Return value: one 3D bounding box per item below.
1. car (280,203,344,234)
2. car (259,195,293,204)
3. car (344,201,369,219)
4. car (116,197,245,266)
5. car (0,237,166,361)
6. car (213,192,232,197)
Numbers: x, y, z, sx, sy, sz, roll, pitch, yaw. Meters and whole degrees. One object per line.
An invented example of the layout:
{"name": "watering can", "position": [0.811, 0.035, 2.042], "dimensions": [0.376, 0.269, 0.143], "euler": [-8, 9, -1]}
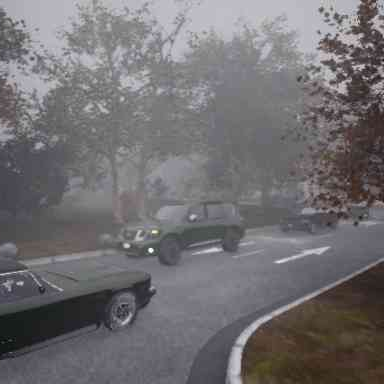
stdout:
{"name": "car", "position": [7.166, 1.564, 20.209], "dimensions": [1.882, 1.535, 5.008], "euler": [-2, -1, 44]}
{"name": "car", "position": [11.537, 1.090, 45.736], "dimensions": [1.882, 1.535, 5.008], "euler": [1, 1, -43]}
{"name": "car", "position": [13.945, 1.459, 28.954], "dimensions": [1.882, 1.535, 5.008], "euler": [-1, 0, 16]}
{"name": "car", "position": [-0.217, 1.355, 12.644], "dimensions": [2.150, 2.045, 5.566], "euler": [-2, -1, 43]}
{"name": "car", "position": [-2.806, 1.637, 4.873], "dimensions": [1.895, 1.301, 4.718], "euler": [-2, -1, 42]}
{"name": "car", "position": [4.249, 0.808, 53.106], "dimensions": [2.128, 1.511, 4.902], "euler": [1, 1, -44]}
